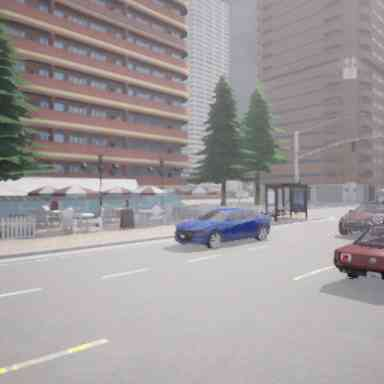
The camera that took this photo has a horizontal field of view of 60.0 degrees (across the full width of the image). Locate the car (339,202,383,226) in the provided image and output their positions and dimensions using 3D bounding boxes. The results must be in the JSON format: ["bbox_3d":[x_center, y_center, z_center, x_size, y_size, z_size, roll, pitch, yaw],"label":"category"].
[{"bbox_3d":[9.409,1.306,17.134,4.553,1.767,2.097,0,0,-42],"label":"car"}]

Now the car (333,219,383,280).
[{"bbox_3d":[5.741,1.576,8.923,4.718,1.301,1.895,0,0,-42],"label":"car"}]

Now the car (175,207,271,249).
[{"bbox_3d":[1.482,1.463,14.695,5.008,1.535,1.882,0,0,-42],"label":"car"}]
